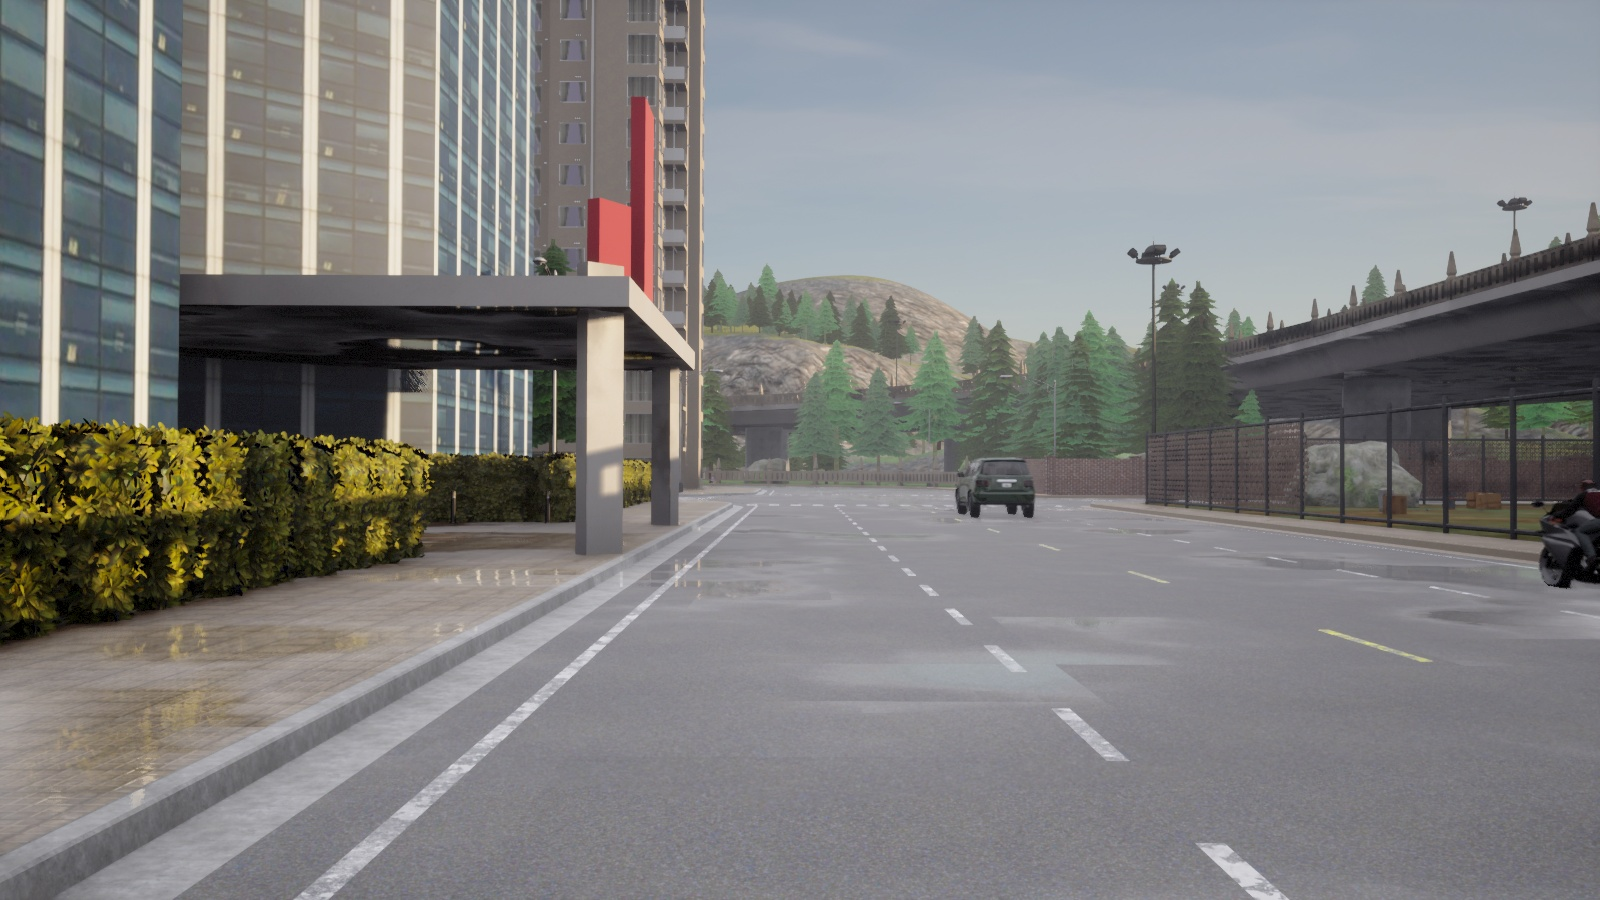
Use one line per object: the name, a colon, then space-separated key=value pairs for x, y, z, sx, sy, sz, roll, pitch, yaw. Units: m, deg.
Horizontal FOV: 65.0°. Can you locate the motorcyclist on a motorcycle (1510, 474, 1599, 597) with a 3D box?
motorcyclist on a motorcycle: x=10.456 y=1.086 z=16.604 sx=0.866 sy=1.530 sz=2.191 roll=0 pitch=-1 yaw=0

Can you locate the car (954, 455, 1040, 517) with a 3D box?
car: x=6.880 y=1.251 z=44.494 sx=2.150 sy=2.045 sz=5.566 roll=0 pitch=-1 yaw=0
